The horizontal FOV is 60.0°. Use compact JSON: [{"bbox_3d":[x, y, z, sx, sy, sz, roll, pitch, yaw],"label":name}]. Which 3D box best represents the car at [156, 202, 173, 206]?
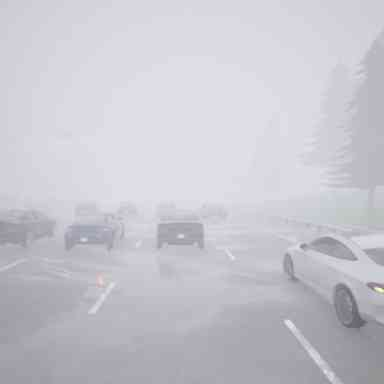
[{"bbox_3d":[-2.290,1.560,30.071,1.994,1.385,4.181,0,0,-8],"label":"car"}]

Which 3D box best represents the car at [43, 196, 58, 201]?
[{"bbox_3d":[-26.321,1.519,61.980,1.837,1.490,4.892,0,0,-11],"label":"car"}]

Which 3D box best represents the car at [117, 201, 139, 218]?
[{"bbox_3d":[-5.864,1.528,30.247,1.812,1.442,4.674,0,0,-8],"label":"car"}]

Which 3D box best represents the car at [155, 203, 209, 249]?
[{"bbox_3d":[-0.567,1.475,14.704,1.882,1.535,5.008,0,0,-4],"label":"car"}]

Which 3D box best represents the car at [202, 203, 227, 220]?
[{"bbox_3d":[1.552,1.590,28.048,1.895,1.301,4.718,0,0,-8],"label":"car"}]

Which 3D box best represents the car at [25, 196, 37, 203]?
[{"bbox_3d":[-29.588,1.540,60.479,1.837,1.490,4.892,0,1,-11],"label":"car"}]

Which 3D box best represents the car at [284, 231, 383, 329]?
[{"bbox_3d":[3.358,1.518,6.804,1.812,1.442,4.674,0,0,-2],"label":"car"}]

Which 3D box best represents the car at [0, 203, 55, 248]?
[{"bbox_3d":[-7.588,1.487,14.766,1.882,1.535,5.008,0,0,-4],"label":"car"}]

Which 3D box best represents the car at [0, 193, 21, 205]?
[{"bbox_3d":[-33.140,1.266,60.405,2.150,2.045,5.566,0,0,-11],"label":"car"}]

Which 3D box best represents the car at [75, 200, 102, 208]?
[{"bbox_3d":[-9.449,1.486,30.653,1.882,1.535,5.008,0,0,-9],"label":"car"}]

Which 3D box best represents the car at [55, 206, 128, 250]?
[{"bbox_3d":[-4.056,1.529,14.277,1.812,1.442,4.674,0,0,-4],"label":"car"}]
